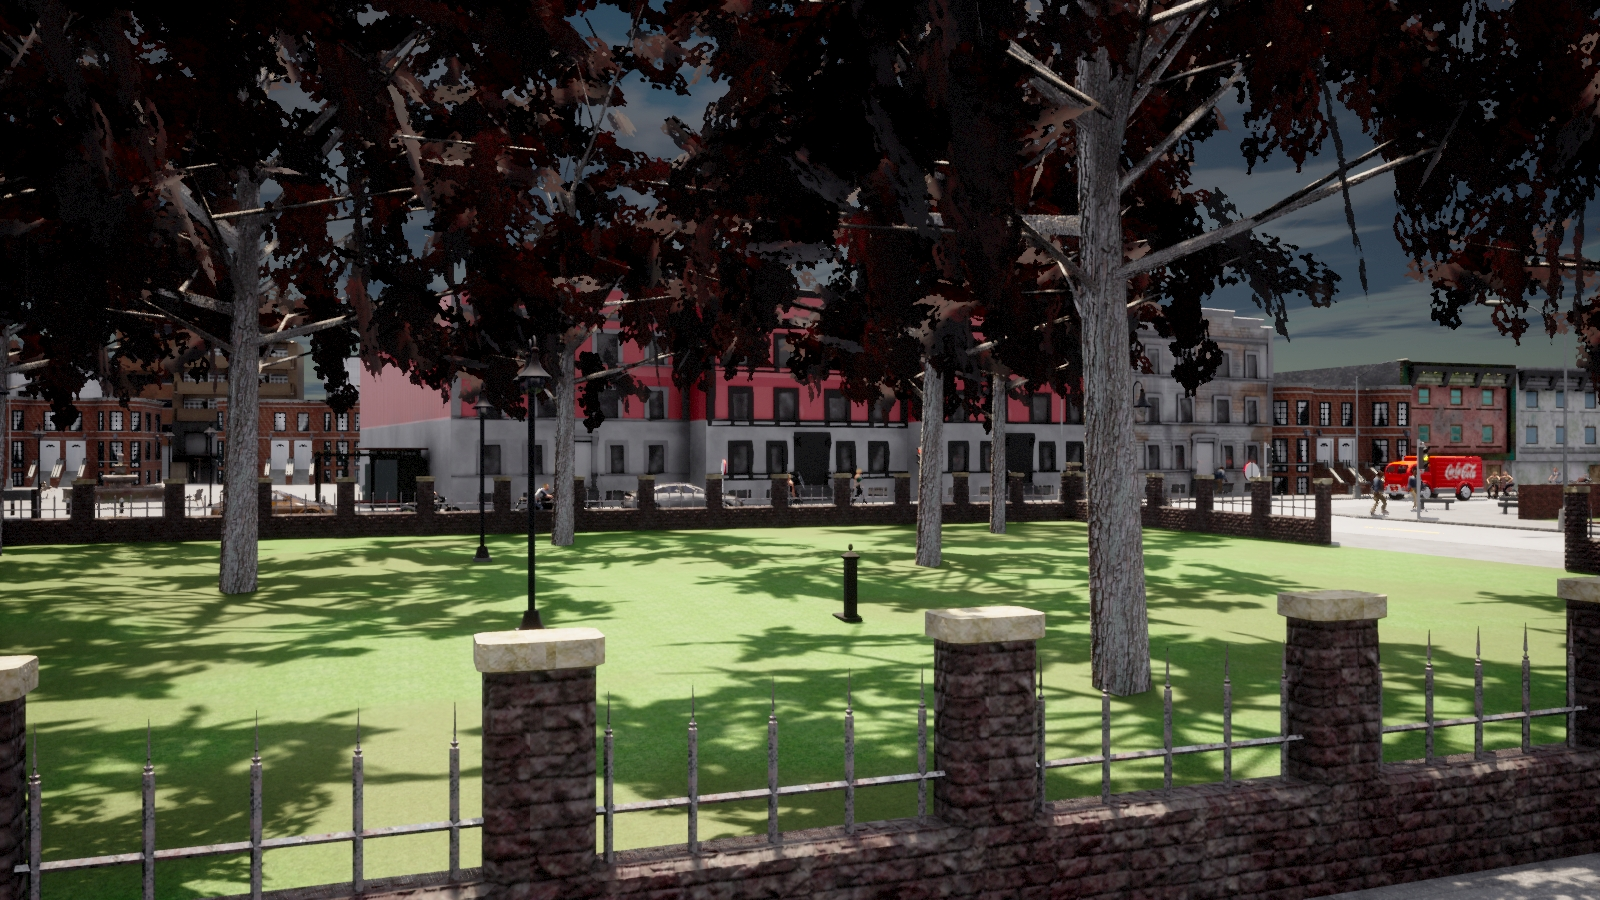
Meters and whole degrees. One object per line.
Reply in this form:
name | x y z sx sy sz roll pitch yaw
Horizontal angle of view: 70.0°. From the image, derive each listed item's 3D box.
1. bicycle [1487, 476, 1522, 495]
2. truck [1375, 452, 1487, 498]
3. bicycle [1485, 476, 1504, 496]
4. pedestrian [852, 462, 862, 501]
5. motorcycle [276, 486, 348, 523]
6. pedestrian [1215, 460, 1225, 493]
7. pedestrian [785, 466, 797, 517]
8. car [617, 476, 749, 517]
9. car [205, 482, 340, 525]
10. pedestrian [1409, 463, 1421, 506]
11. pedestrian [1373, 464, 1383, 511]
bicycle | 40.458 2.036 65.608 1.487 1.080 0.859 0 0 1
truck | 35.004 1.348 63.458 5.204 2.467 2.627 0 0 -19
bicycle | 39.299 2.036 64.656 0.859 1.080 1.487 0 0 35
pedestrian | 2.747 1.524 55.015 0.375 1.860 0.375 0 0 26
motorcycle | -17.611 1.950 41.298 2.356 1.277 0.764 0 0 -19
pedestrian | 23.893 1.523 64.962 0.375 1.860 0.375 0 0 -19
pedestrian | -0.333 1.525 42.132 0.375 1.860 0.375 0 0 -18
car | -4.677 1.827 45.707 4.902 1.511 2.128 0 0 -19
car | -18.776 1.899 40.895 4.181 1.385 1.994 0 0 -18
pedestrian | 26.813 1.517 49.801 0.375 1.860 0.375 0 0 13
pedestrian | 23.393 1.518 46.220 0.375 1.860 0.375 0 0 27
